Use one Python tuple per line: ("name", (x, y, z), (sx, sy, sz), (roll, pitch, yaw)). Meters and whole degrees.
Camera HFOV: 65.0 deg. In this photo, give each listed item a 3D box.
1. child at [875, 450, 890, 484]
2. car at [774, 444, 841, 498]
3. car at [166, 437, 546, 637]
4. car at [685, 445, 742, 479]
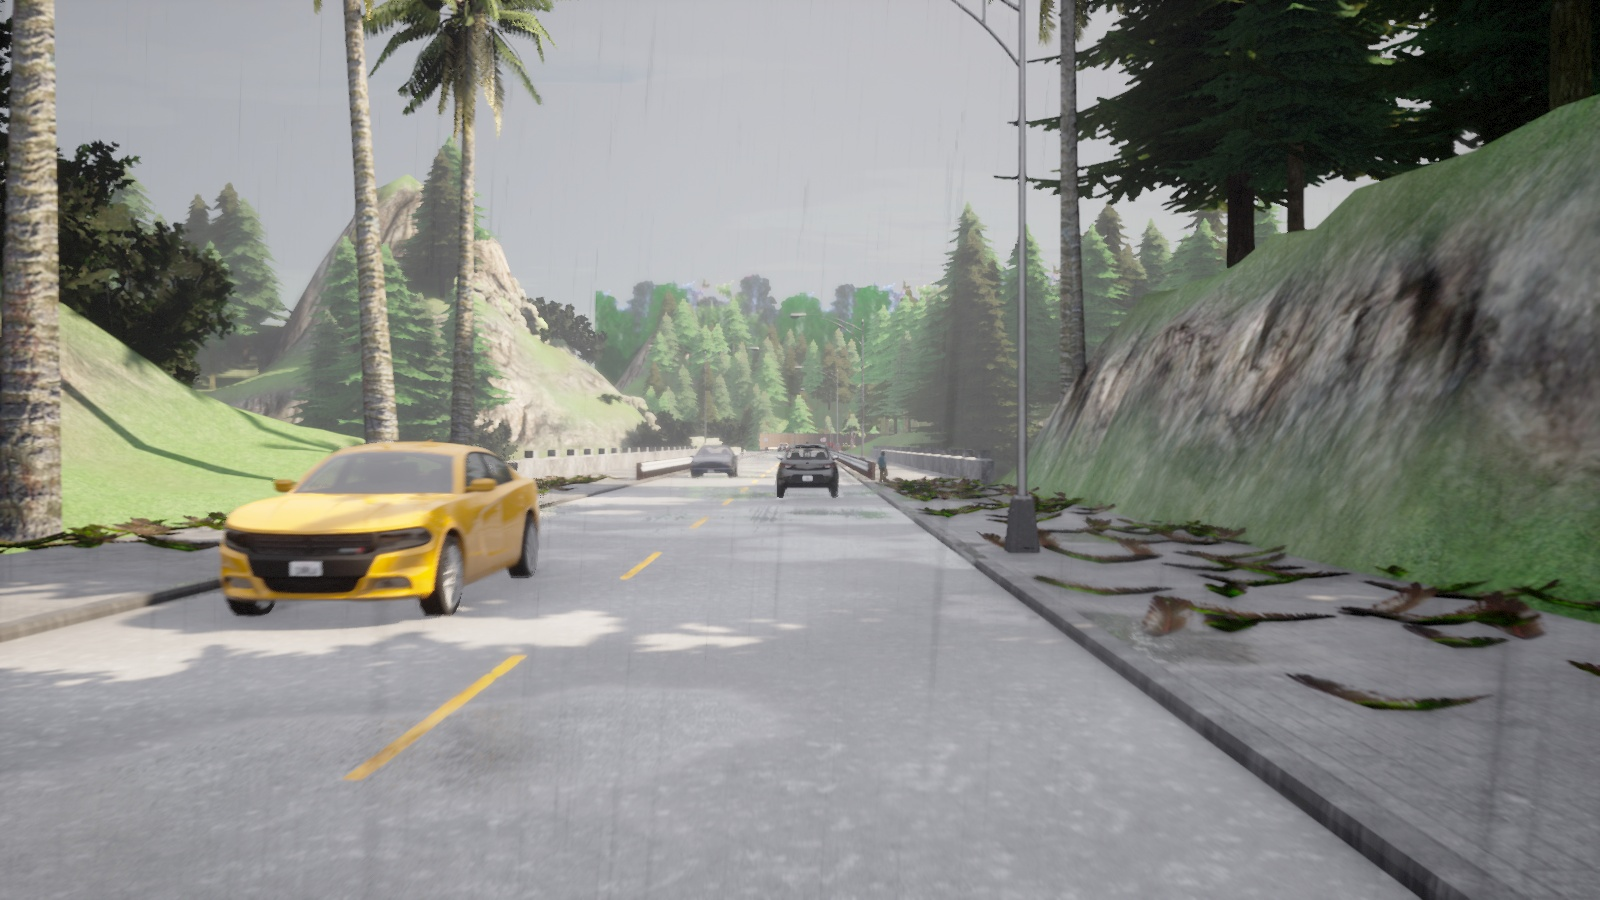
("child", (2.861, 0.593, 43.653), (0.343, 1.192, 0.448), (0, 0, 29))
("car", (0.223, 0.555, 36.387), (1.816, 1.474, 4.193), (0, 0, 0))
("car", (-3.915, 0.652, 12.152), (1.882, 1.535, 5.008), (0, 0, 0))
("car", (-3.675, 0.485, 54.224), (2.033, 1.411, 5.357), (0, 0, 0))
